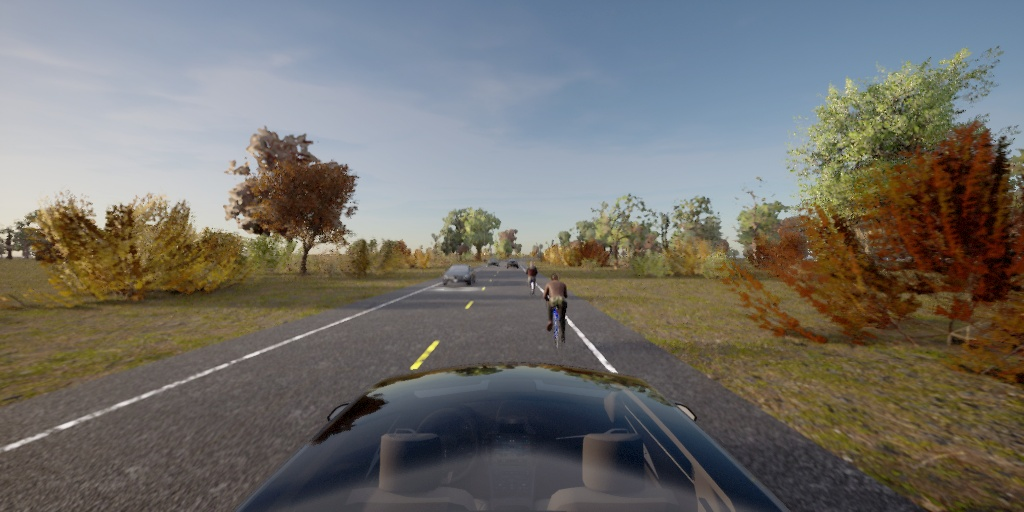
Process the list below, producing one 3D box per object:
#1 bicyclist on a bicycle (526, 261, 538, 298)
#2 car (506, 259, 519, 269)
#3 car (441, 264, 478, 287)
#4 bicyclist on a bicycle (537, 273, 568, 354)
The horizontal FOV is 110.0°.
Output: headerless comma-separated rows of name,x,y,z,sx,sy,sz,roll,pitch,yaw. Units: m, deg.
bicyclist on a bicycle,0.966,1.133,17.503,0.659,1.776,1.843,0,0,0
car,0.103,1.262,58.767,1.837,1.490,4.892,0,0,0
car,-3.597,1.292,25.059,1.812,1.442,4.674,0,0,0
bicyclist on a bicycle,0.965,1.209,7.834,0.582,1.620,1.656,0,0,0
